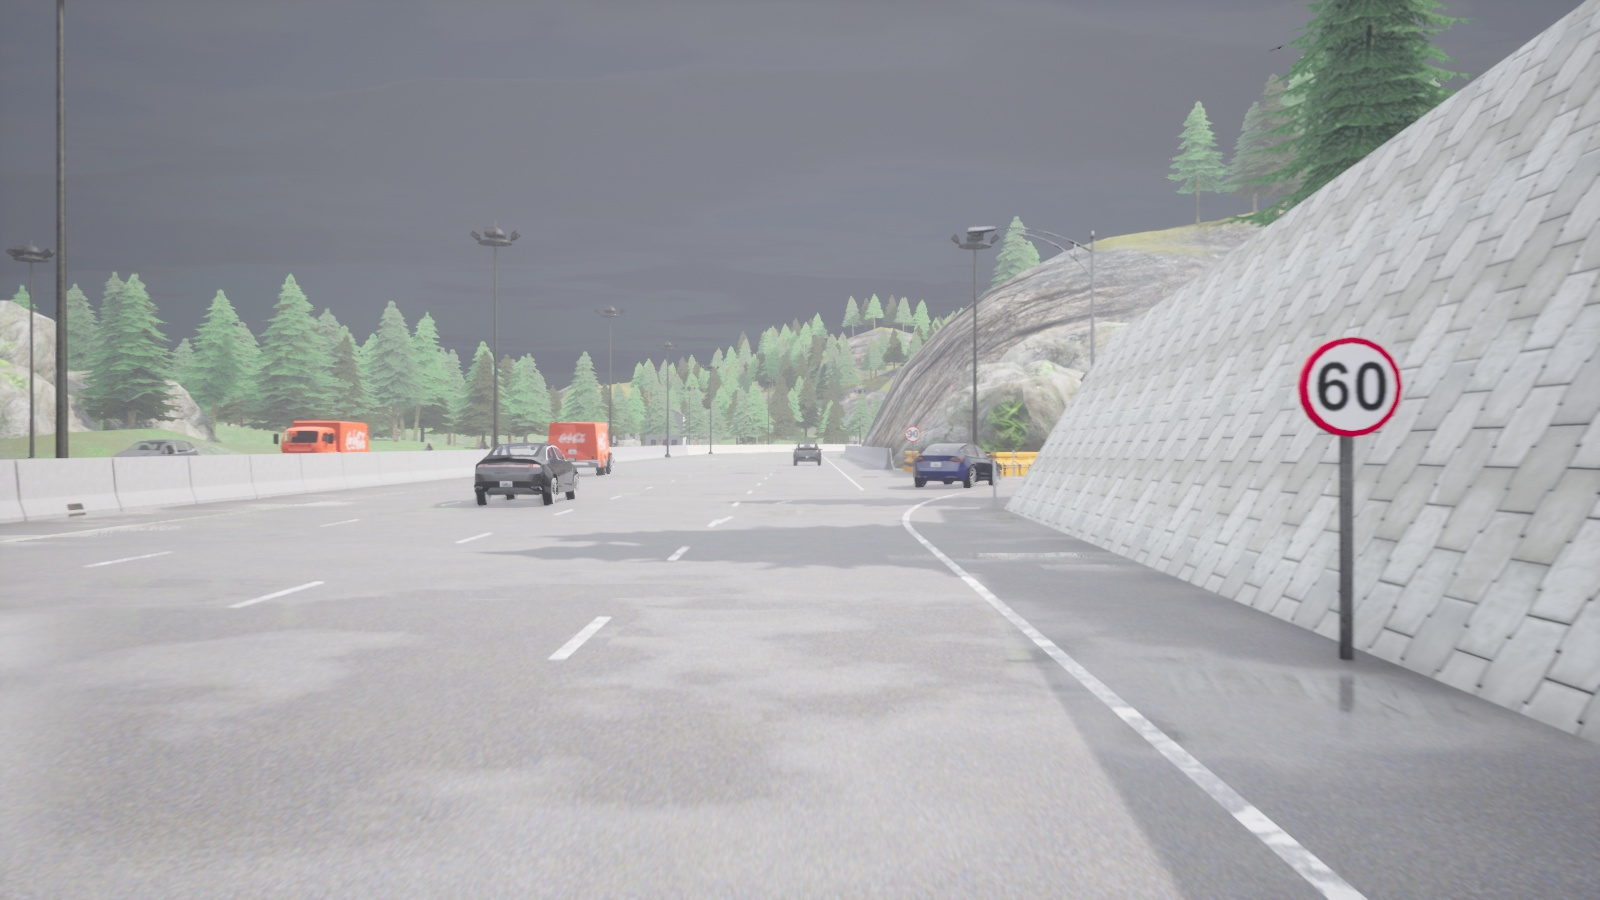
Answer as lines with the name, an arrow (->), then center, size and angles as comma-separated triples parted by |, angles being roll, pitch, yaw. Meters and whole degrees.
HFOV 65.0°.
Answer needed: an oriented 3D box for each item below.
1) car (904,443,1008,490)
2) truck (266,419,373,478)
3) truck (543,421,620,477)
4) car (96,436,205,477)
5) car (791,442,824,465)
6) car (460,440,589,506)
car -> 5.381, 0.510, 42.789 | 2.163, 1.488, 4.792 | 0, 0, 25
truck -> -20.677, -0.058, 54.380 | 2.627, 2.467, 5.204 | 0, 0, 0
truck -> -10.151, -0.076, 58.772 | 2.627, 2.467, 5.204 | 0, 1, 0
car -> -27.680, 0.267, 53.699 | 2.242, 1.667, 4.611 | 0, 0, 0
car -> 0.499, 0.223, 85.091 | 2.128, 1.511, 4.902 | 0, 0, 0
car -> -6.805, 0.519, 31.575 | 2.128, 1.511, 4.902 | 0, 0, 0
